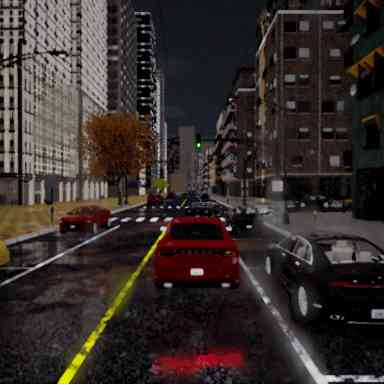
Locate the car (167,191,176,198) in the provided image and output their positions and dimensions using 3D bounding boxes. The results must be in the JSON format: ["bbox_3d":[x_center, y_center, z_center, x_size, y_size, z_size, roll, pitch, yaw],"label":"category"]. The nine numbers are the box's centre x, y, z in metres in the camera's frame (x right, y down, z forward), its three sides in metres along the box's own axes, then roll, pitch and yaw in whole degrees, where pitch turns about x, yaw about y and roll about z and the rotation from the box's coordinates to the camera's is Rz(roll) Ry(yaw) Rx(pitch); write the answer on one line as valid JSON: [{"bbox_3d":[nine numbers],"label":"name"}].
[{"bbox_3d":[-5.485,0.649,89.063,2.192,1.841,5.009,0,0,0],"label":"car"}]

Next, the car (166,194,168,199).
[{"bbox_3d":[-5.562,1.129,55.929,1.947,1.339,4.313,0,0,0],"label":"car"}]

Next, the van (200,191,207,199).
[{"bbox_3d":[2.883,0.710,83.522,1.690,1.788,3.998,0,0,0],"label":"van"}]

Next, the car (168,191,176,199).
[{"bbox_3d":[-5.497,0.936,83.543,1.947,1.339,4.313,0,0,0],"label":"car"}]

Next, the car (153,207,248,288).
[{"bbox_3d":[0.114,1.401,9.032,1.882,1.535,5.008,0,1,0],"label":"car"}]

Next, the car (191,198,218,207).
[{"bbox_3d":[0.969,1.390,25.513,1.895,1.301,4.718,0,0,14],"label":"car"}]

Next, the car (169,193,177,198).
[{"bbox_3d":[-5.472,0.849,94.588,2.008,1.369,4.403,0,0,0],"label":"car"}]

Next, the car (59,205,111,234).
[{"bbox_3d":[-5.649,1.395,18.019,1.887,1.381,4.507,0,0,0],"label":"car"}]

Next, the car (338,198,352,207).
[{"bbox_3d":[18.910,0.937,37.419,4.829,1.417,1.752,-1,1,0],"label":"car"}]

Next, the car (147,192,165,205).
[{"bbox_3d":[-5.575,0.918,50.404,2.192,1.841,5.009,0,0,0],"label":"car"}]

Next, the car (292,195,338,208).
[{"bbox_3d":[13.513,1.038,37.378,4.403,1.369,2.008,-1,1,0],"label":"car"}]

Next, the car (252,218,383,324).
[{"bbox_3d":[2.705,1.491,6.934,2.008,1.369,4.403,0,0,0],"label":"car"}]

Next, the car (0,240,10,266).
[{"bbox_3d":[-5.675,1.467,6.784,1.752,1.417,4.829,0,0,0],"label":"car"}]

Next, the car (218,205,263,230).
[{"bbox_3d":[2.731,1.400,17.999,2.008,1.369,4.403,0,0,0],"label":"car"}]

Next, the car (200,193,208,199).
[{"bbox_3d":[2.871,0.930,78.169,1.752,1.417,4.829,0,0,0],"label":"car"}]

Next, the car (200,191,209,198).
[{"bbox_3d":[2.858,1.010,72.477,1.947,1.339,4.313,0,0,0],"label":"car"}]
